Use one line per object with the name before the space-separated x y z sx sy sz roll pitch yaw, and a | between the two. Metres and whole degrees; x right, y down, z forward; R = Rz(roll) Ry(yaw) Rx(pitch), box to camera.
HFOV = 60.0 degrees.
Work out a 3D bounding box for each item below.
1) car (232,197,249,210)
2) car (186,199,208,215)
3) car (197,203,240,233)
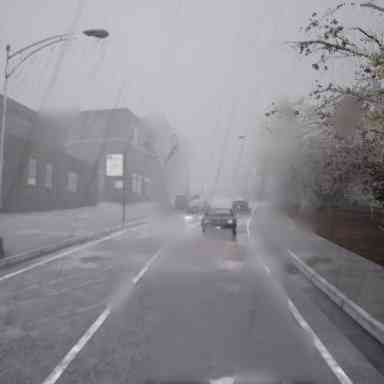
car | 6.003 1.435 41.421 1.837 1.490 4.892 -1 0 12
car | 0.723 1.512 34.311 1.837 1.490 4.892 -1 0 12
car | 1.699 1.572 19.558 1.895 1.301 4.718 -1 0 8
